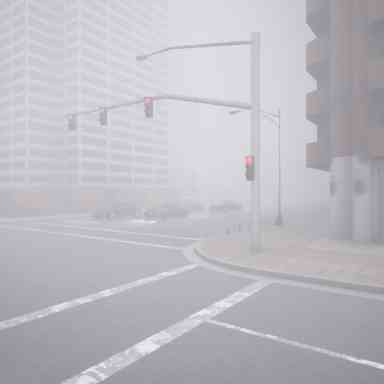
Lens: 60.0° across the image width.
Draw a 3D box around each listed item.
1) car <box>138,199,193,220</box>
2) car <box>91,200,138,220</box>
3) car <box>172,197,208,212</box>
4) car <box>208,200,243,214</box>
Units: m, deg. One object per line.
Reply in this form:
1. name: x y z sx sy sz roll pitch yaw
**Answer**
1. car: -2.131 1.564 27.947 1.994 1.385 4.181 0 0 35
2. car: -6.241 1.505 28.188 1.837 1.490 4.892 0 0 35
3. car: -0.518 1.564 36.312 1.994 1.385 4.181 0 0 35
4. car: 3.744 1.601 36.280 1.895 1.301 4.718 0 0 35
